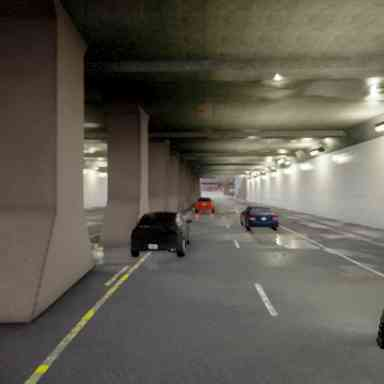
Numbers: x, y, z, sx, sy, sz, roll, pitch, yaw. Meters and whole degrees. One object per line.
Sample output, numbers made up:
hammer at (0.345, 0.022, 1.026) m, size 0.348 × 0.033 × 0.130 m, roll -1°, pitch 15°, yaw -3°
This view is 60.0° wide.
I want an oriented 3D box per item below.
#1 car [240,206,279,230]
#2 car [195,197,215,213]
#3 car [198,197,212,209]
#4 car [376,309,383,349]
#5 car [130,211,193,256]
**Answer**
car at (4.170, 1.569, 21.084) m, size 2.033 × 1.411 × 5.357 m, roll 0°, pitch 0°, yaw 3°
car at (1.505, 1.388, 37.878) m, size 2.097 × 1.767 × 4.553 m, roll 0°, pitch 0°, yaw 5°
car at (1.969, 1.550, 47.969) m, size 1.837 × 1.490 × 4.892 m, roll 0°, pitch 0°, yaw 4°
car at (3.509, 1.568, 2.781) m, size 1.994 × 1.385 × 4.181 m, roll 0°, pitch 0°, yaw -1°
car at (-1.118, 1.517, 13.132) m, size 1.837 × 1.490 × 4.892 m, roll 0°, pitch 0°, yaw 3°
